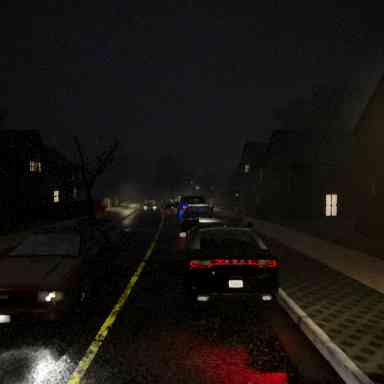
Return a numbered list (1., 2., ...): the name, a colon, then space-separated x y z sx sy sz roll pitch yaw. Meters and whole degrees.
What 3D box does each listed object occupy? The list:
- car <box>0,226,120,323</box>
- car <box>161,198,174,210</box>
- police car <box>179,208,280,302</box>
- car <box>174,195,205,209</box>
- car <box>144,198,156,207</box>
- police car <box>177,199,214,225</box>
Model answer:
1. car: -2.971 1.550 7.734 2.033 1.411 5.357 0 0 -1
2. car: -2.812 1.742 45.619 1.895 1.301 4.718 0 0 -7
3. police car: 0.713 1.426 8.476 1.930 1.638 5.238 0 0 -1
4. car: -0.014 1.264 24.484 2.150 2.045 5.566 0 0 -4
5. car: -7.391 1.730 58.249 1.882 1.535 5.008 0 0 -9
6. police car: 0.334 1.445 18.534 1.930 1.638 5.238 0 0 -3
